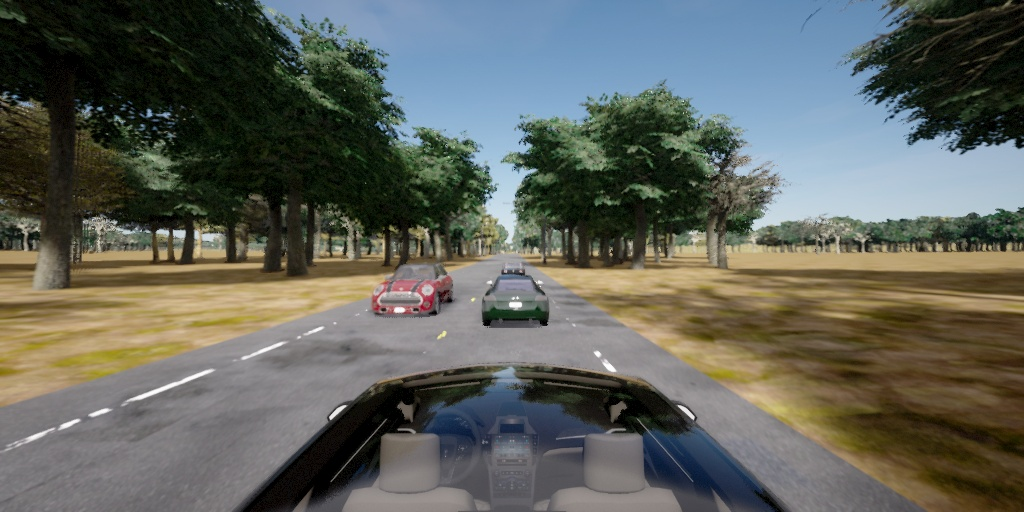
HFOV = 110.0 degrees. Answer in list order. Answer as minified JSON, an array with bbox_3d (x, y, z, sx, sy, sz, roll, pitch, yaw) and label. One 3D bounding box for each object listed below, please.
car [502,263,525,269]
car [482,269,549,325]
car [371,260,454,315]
[{"bbox_3d":[0.104,1.195,29.730,1.895,1.301,4.718,0,1,0],"label":"car"},{"bbox_3d":[0.101,1.297,11.827,1.994,1.385,4.181,0,0,0],"label":"car"},{"bbox_3d":[-3.503,1.076,13.409,2.097,1.767,4.553,0,0,0],"label":"car"}]
